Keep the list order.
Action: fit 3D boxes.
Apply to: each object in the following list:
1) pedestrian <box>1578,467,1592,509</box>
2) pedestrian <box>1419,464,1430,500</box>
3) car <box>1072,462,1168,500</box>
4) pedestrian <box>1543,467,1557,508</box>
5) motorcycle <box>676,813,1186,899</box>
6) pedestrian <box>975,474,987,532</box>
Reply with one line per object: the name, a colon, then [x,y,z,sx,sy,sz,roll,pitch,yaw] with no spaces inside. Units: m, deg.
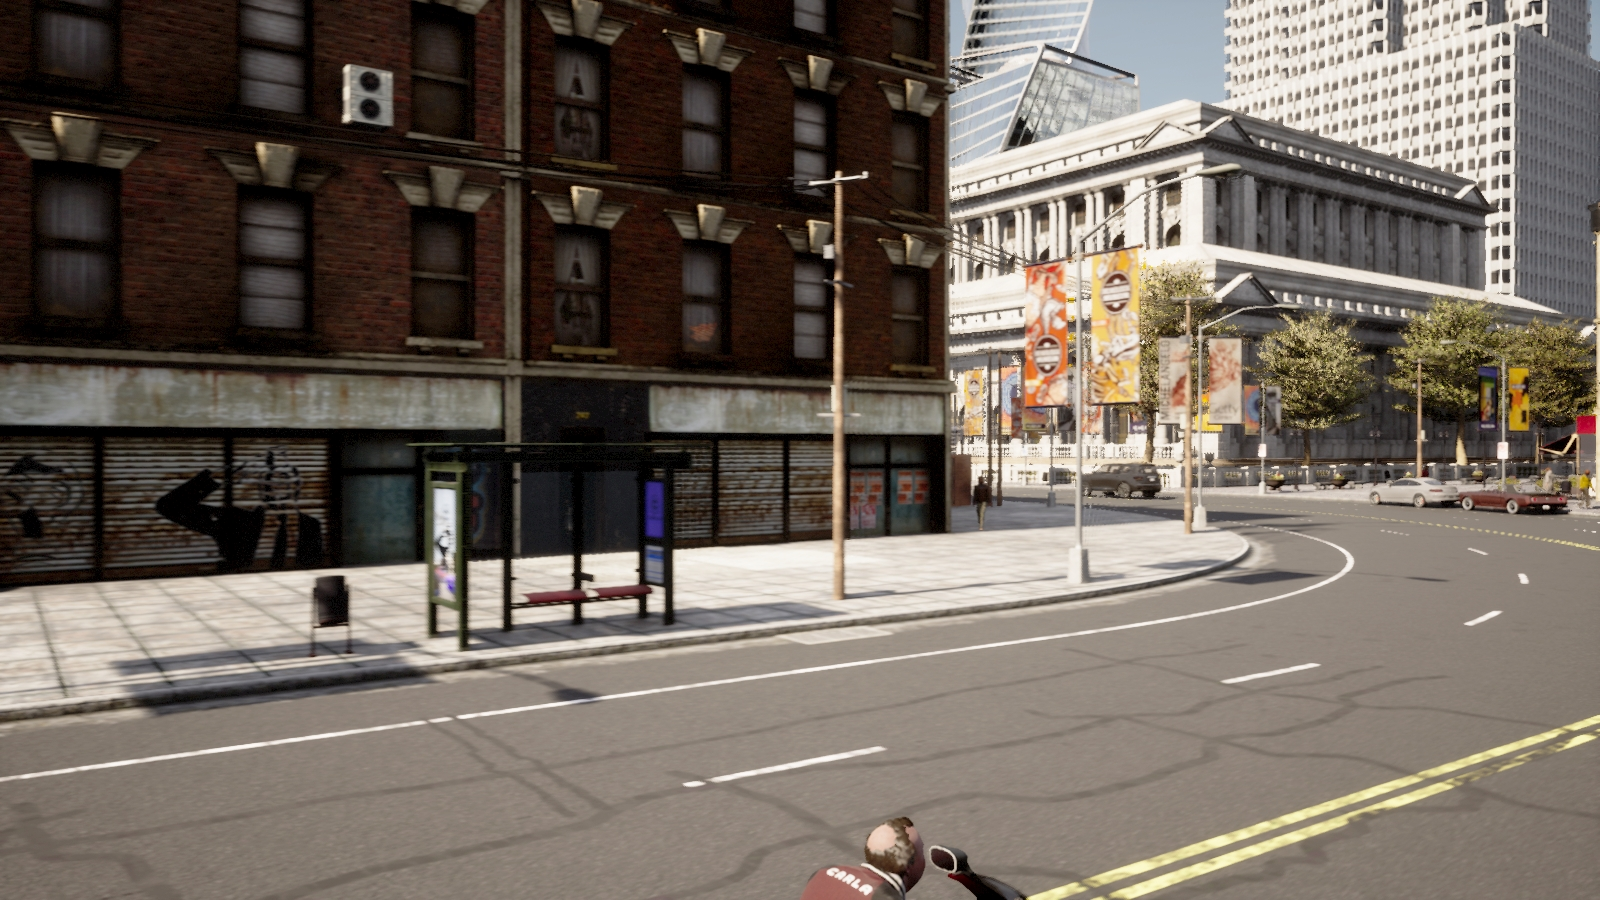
pedestrian: [35.014,1.696,50.983,0.375,1.860,0.375,0,0,-16]
pedestrian: [33.130,1.698,60.631,0.375,1.860,0.375,0,0,-28]
car: [18.728,1.779,67.139,2.150,2.045,5.566,0,0,-28]
pedestrian: [34.008,1.696,51.777,0.375,1.860,0.375,0,0,-17]
motorcycle: [0.288,2.205,3.986,2.209,1.251,0.867,0,0,-35]
pedestrian: [5.869,1.697,36.994,0.375,1.860,0.375,0,0,12]
